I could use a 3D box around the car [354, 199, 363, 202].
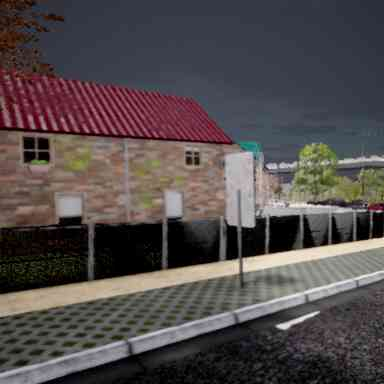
[{"bbox_3d":[28.378,2.021,57.325,1.837,1.490,4.892,-2,-1,0],"label":"car"}]

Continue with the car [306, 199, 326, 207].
[{"bbox_3d":[25.215,2.150,67.782,2.128,1.511,4.902,-2,-1,0],"label":"car"}]

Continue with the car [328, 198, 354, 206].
[{"bbox_3d":[21.768,2.111,49.631,1.837,1.490,4.892,-2,0,1],"label":"car"}]

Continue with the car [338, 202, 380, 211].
[{"bbox_3d":[18.367,2.117,36.832,1.994,1.385,4.181,-2,-1,1],"label":"car"}]

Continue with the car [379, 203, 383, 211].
[{"bbox_3d":[18.283,1.931,27.845,1.882,1.535,5.008,-2,-1,0],"label":"car"}]

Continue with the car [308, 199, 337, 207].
[{"bbox_3d":[18.485,2.201,47.620,1.812,1.442,4.674,-2,-1,1],"label":"car"}]

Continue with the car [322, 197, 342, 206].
[{"bbox_3d":[28.459,1.890,67.727,2.097,1.767,4.553,-2,-1,0],"label":"car"}]
